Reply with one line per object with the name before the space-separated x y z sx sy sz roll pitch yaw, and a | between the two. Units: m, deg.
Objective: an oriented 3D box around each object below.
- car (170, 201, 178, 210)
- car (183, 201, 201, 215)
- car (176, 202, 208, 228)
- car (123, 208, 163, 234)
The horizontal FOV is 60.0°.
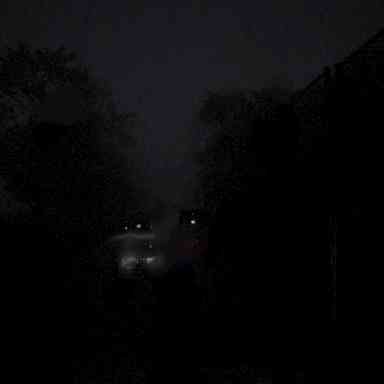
car | -3.066 2.463 61.540 1.882 1.535 5.008 0 -2 0
car | -0.028 1.946 41.489 2.128 1.511 4.902 0 -1 0
car | 0.058 1.655 23.360 1.837 1.490 4.892 0 -1 0
car | -2.882 1.676 20.090 1.994 1.385 4.181 0 -1 0
